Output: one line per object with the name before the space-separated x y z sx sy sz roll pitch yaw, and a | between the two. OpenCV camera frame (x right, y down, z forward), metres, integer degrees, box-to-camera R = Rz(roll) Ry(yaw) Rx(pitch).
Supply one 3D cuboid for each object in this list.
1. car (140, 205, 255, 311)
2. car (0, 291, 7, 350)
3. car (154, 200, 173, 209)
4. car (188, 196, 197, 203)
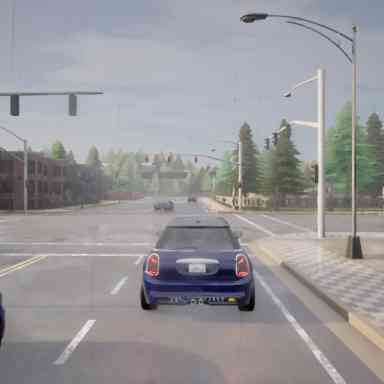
car | 0.161 1.352 7.931 2.097 1.767 4.553 0 0 2
car | -3.440 1.478 2.479 1.882 1.535 5.008 0 0 0
car | -3.240 1.601 38.986 1.895 1.301 4.718 0 0 1
car | 0.062 1.505 68.219 1.837 1.490 4.892 0 0 0
